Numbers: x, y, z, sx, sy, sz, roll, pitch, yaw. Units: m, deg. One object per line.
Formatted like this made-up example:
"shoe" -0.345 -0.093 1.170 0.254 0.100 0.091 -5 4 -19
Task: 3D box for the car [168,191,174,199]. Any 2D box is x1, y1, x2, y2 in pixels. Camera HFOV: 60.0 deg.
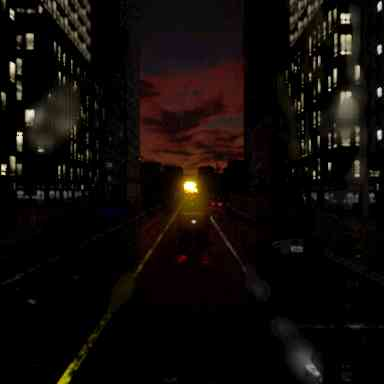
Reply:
"car" -5.687 0.933 78.766 1.752 1.417 4.829 0 0 0

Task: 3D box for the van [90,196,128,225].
"van" -5.686 1.181 22.016 1.690 1.788 3.998 0 0 0

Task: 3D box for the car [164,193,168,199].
"car" -5.687 1.149 56.170 1.947 1.339 4.313 0 0 0

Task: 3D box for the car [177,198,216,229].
"car" 0.100 1.346 20.142 2.128 1.511 4.902 0 0 0

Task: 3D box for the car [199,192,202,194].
"car" 2.694 0.847 78.920 1.967 1.590 4.097 0 0 0

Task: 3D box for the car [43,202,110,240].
"car" -5.687 1.427 16.325 1.887 1.381 4.507 0 0 0

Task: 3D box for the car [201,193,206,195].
"car" 2.694 1.151 50.633 1.752 1.417 4.829 0 0 0

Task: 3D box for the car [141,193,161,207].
"car" -5.687 1.110 44.784 1.967 1.590 4.097 0 0 0

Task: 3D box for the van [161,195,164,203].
"van" -5.686 0.967 50.476 1.690 1.788 3.998 0 0 0

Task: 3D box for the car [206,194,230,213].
"car" 2.694 1.197 33.386 1.967 1.590 4.097 0 0 0

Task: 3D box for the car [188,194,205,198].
"car" 0.099 1.287 37.750 1.994 1.385 4.181 0 0 0

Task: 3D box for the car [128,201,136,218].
"car" -5.687 1.380 27.710 1.802 1.307 4.206 0 0 0

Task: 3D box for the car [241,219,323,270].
"car" 2.693 1.489 10.620 1.947 1.339 4.313 0 0 0

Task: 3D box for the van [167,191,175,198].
"van" -5.686 0.658 90.320 1.690 1.788 3.998 0 0 0

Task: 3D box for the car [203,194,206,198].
"car" 2.693 1.252 44.771 1.802 1.307 4.206 0 0 0
